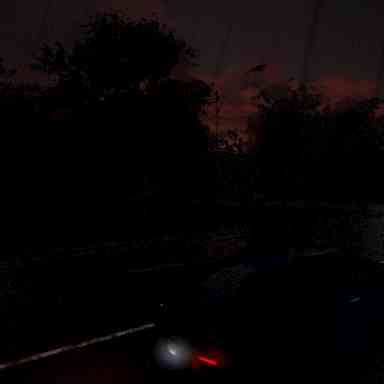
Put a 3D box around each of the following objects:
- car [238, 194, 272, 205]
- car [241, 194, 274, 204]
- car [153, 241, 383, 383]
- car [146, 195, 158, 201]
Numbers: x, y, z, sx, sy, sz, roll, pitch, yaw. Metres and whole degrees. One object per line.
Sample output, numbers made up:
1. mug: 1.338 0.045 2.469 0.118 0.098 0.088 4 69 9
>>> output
1. car: 8.234 1.018 43.994 1.837 1.490 4.892 -1 1 -37
2. car: 9.426 0.983 48.196 1.812 1.442 4.674 -1 1 -37
3. car: 1.686 1.474 4.877 4.674 1.442 1.812 -1 0 -35
4. car: -6.914 1.131 63.883 1.895 1.301 4.718 -1 1 -37
